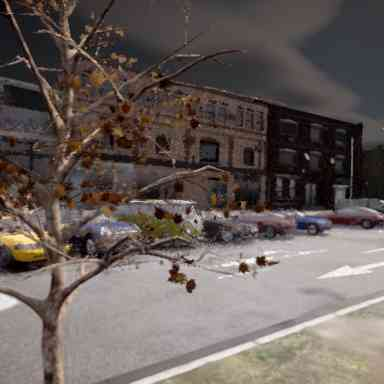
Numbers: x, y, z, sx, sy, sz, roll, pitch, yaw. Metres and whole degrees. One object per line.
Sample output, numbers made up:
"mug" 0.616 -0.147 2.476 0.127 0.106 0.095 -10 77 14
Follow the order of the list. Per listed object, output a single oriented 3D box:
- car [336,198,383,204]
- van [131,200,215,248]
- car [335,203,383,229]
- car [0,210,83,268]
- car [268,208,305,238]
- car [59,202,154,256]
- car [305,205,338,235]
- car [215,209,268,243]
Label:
"car" 13.546 1.493 24.998 5.566 2.045 2.435 -1 -2 37
"van" -1.467 1.328 14.898 4.442 1.987 1.878 -1 -2 35
"car" 10.980 1.753 23.363 4.674 1.452 2.002 -1 -1 37
"car" -6.356 1.487 11.386 5.366 1.575 1.946 -1 -1 34
"car" 3.424 1.658 18.361 4.674 1.452 2.002 -1 -1 36
"car" -4.067 1.398 13.253 4.553 1.767 2.185 -1 -2 35
"car" 5.933 1.690 20.051 4.674 1.452 2.002 -1 -2 36
"car" 0.921 1.588 16.676 4.892 1.521 2.231 -1 -2 35
